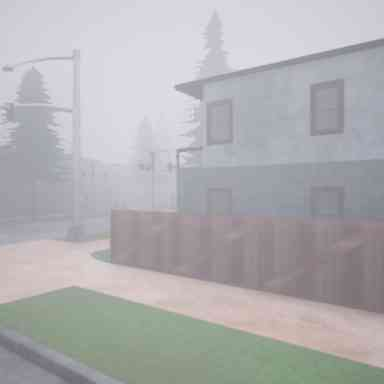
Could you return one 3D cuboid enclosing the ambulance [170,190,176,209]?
[{"bbox_3d":[-1.355,0.993,45.496,2.351,2.431,6.366,0,0,7],"label":"ambulance"}]
